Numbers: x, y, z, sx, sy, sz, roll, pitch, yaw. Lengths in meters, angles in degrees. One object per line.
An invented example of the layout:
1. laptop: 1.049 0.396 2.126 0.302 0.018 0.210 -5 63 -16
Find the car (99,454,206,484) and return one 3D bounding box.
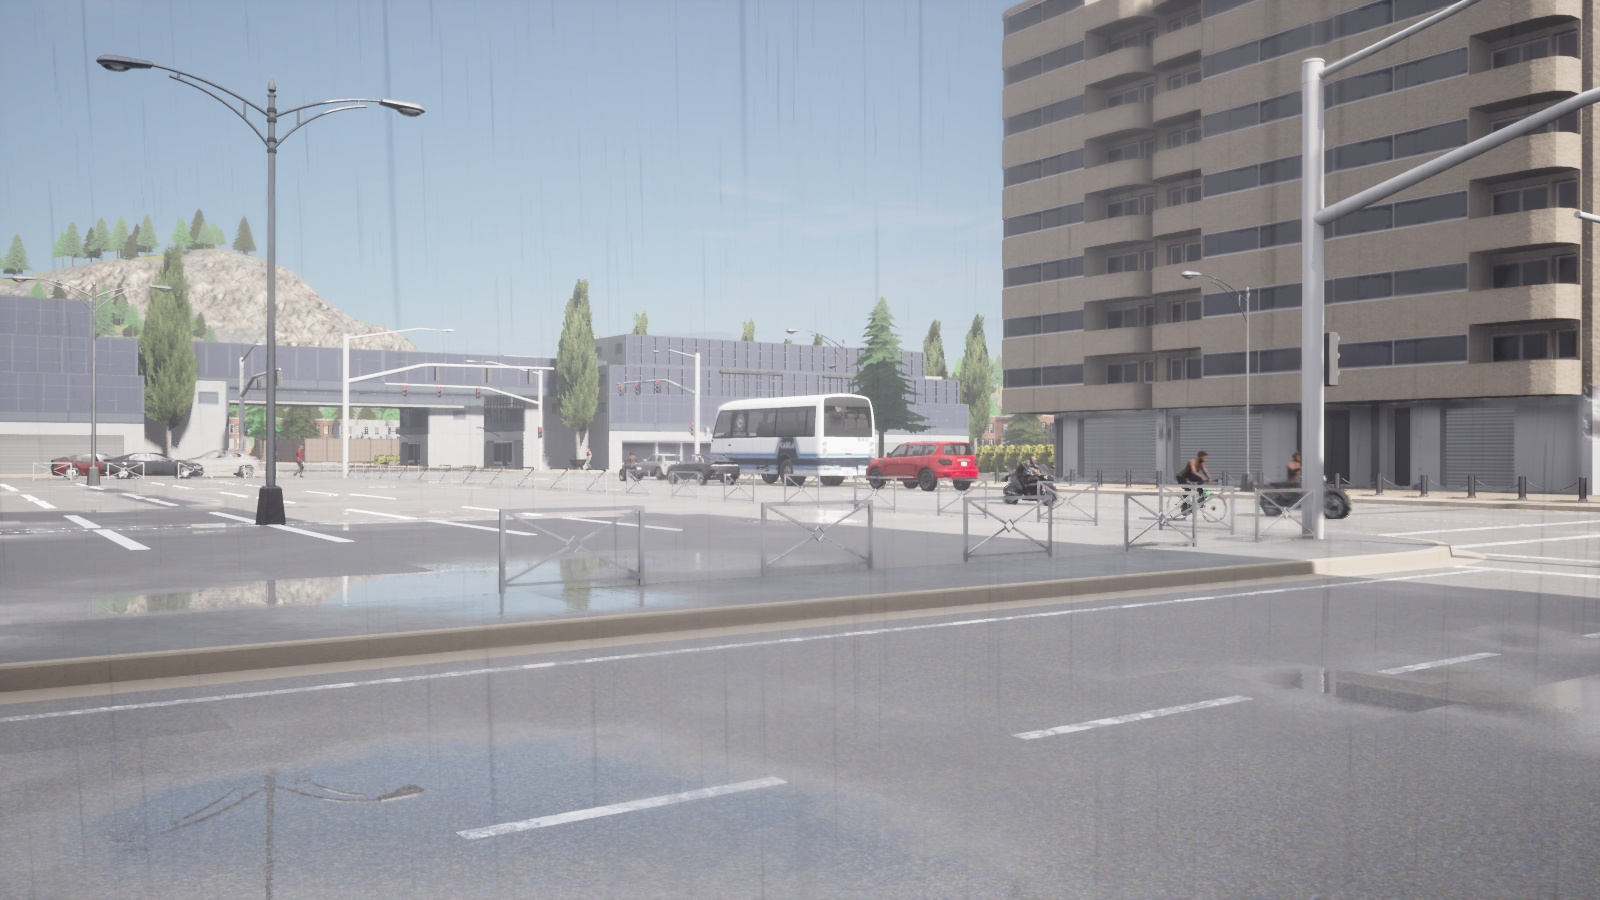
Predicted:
1. car: -34.676 0.995 67.294 4.902 1.511 2.128 0 0 -34

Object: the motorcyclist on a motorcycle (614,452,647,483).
1. motorcyclist on a motorcycle: -9.068 0.934 67.065 0.766 1.649 2.350 0 0 -35

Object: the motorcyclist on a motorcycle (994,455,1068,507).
1. motorcyclist on a motorcycle: 6.928 0.913 37.750 0.866 1.530 2.191 0 0 -35

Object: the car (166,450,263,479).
1. car: -35.132 0.838 75.413 5.027 1.651 2.152 0 0 -34

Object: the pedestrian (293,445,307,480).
1. pedestrian: -26.871 0.681 67.482 0.636 1.846 0.331 0 0 -25

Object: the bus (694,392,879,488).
1. bus: -0.890 -0.424 61.381 3.944 4.253 10.273 0 0 -35

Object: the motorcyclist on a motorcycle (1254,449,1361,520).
1. motorcyclist on a motorcycle: 12.166 0.799 30.168 0.766 1.649 2.350 0 0 -35

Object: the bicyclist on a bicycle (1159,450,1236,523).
1. bicyclist on a bicycle: 9.028 0.804 28.552 0.582 1.620 1.656 0 0 -35

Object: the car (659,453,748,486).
1. car: -4.736 0.915 60.790 2.128 1.511 4.902 0 0 -34

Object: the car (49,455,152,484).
1. car: -38.436 1.050 69.001 4.792 1.488 2.163 0 0 -33

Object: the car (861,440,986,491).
1. car: 5.099 0.636 52.719 2.150 2.045 5.566 0 0 -35

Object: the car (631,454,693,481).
1. car: -7.896 0.957 71.525 1.970 1.475 3.806 0 0 -34
